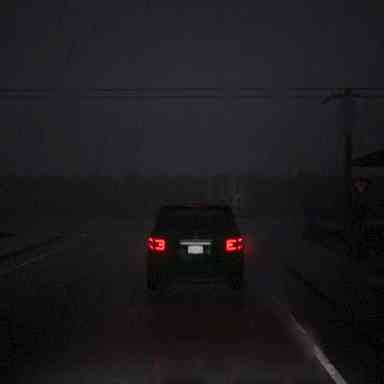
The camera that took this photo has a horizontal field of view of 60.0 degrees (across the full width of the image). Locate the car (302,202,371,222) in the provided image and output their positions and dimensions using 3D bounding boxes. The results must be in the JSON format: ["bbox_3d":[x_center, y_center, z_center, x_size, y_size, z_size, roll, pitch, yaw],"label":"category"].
[{"bbox_3d":[11.159,1.501,25.825,5.008,1.535,1.882,0,0,1],"label":"car"}]

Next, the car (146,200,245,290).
[{"bbox_3d":[0.092,1.220,9.194,2.150,2.045,5.566,0,0,0],"label":"car"}]
